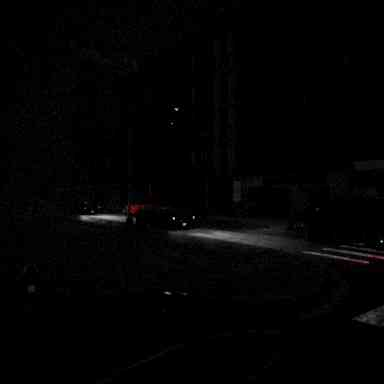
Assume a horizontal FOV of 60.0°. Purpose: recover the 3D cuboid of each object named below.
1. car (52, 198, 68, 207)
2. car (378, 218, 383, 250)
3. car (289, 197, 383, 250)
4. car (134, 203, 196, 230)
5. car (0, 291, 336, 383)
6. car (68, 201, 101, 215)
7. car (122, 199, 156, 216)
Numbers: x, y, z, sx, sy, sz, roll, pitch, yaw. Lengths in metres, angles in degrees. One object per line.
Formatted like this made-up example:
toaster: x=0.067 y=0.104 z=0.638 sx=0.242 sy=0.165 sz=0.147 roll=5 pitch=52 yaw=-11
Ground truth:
car: x=-21.677 y=1.721 z=55.026 sx=1.994 sy=1.385 sz=4.181 roll=0 pitch=0 yaw=-35
car: x=7.982 y=1.554 z=8.265 sx=2.033 sy=1.411 sz=5.357 roll=0 pitch=0 yaw=-35
car: x=6.997 y=1.235 z=14.736 sx=2.150 sy=2.045 sz=5.566 roll=0 pitch=0 yaw=-35
car: x=-1.733 y=1.652 z=21.914 sx=1.895 sy=1.301 sz=4.718 roll=0 pitch=0 yaw=-35
car: x=-0.761 y=1.566 z=2.270 sx=4.313 sy=1.339 sz=1.947 roll=0 pitch=0 yaw=-35
car: x=-11.319 y=1.698 z=35.400 sx=1.895 sy=1.301 sz=4.718 roll=0 pitch=0 yaw=-35
car: x=-4.846 y=1.422 z=31.368 sx=2.097 sy=1.767 sz=4.553 roll=0 pitch=0 yaw=-35
